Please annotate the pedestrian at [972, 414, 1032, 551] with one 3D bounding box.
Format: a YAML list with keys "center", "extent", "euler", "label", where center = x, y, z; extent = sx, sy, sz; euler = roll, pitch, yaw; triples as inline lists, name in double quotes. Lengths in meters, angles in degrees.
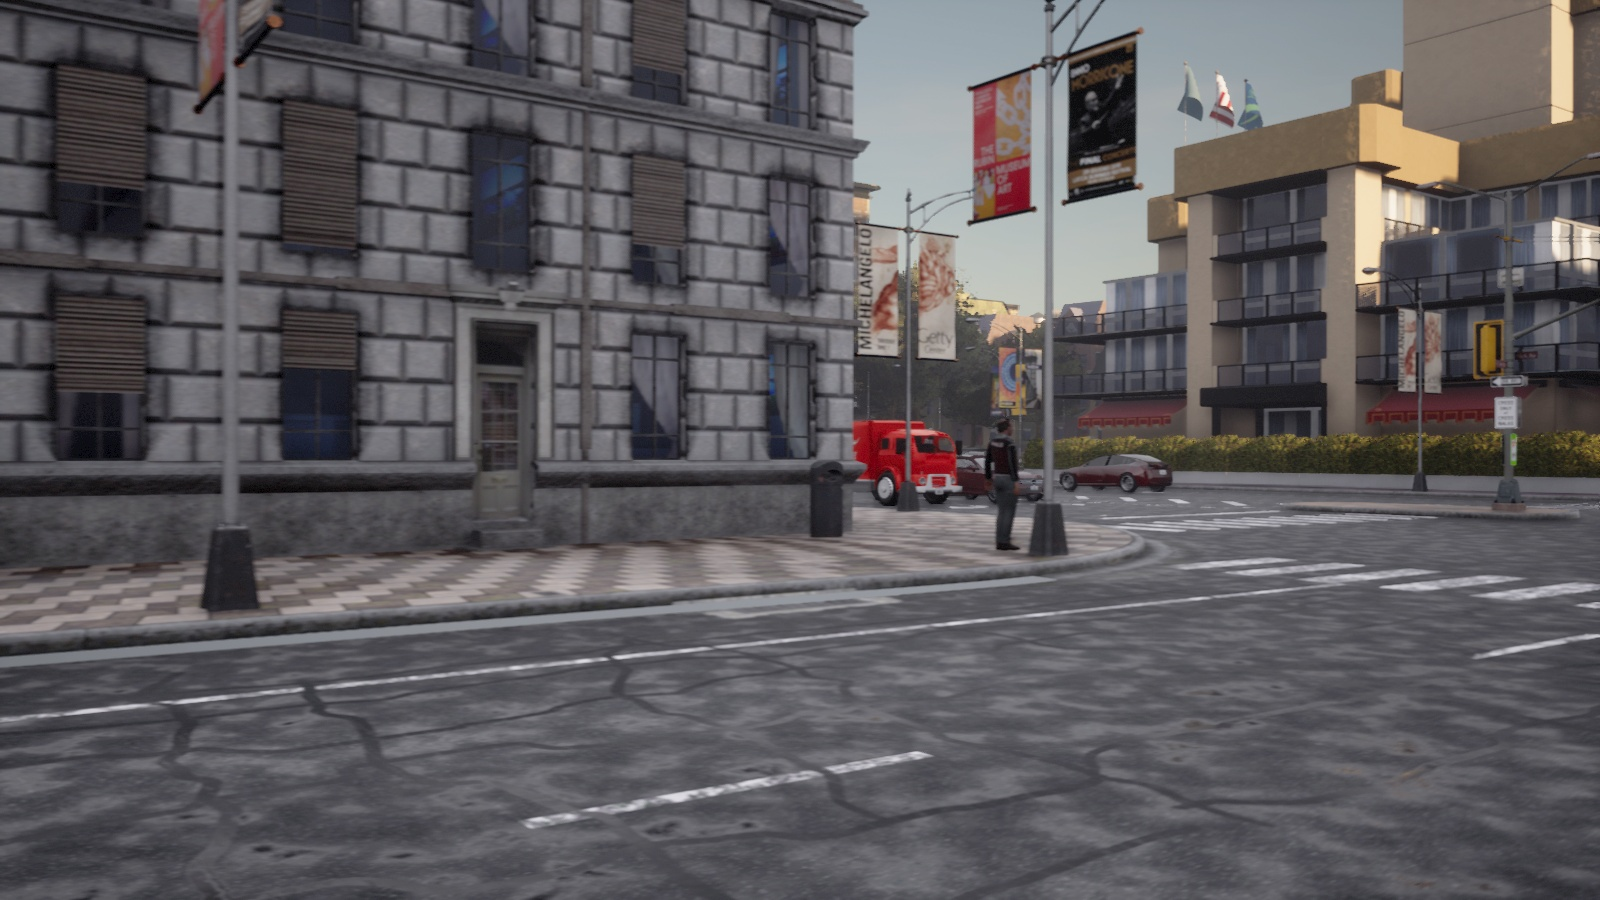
- center: [2.776, 0.438, 17.275]
  extent: [0.720, 1.854, 0.376]
  euler: [0, 0, -26]
  label: "pedestrian"

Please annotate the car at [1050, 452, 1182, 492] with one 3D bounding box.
- center: [12.445, 0.840, 49.702]
  extent: [2.163, 1.488, 4.792]
  euler: [0, 0, -35]
  label: "car"

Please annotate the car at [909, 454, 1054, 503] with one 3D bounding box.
- center: [5.621, 0.855, 39.442]
  extent: [1.812, 1.442, 4.674]
  euler: [0, 0, -35]
  label: "car"

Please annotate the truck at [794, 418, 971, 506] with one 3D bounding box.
- center: [2.406, 0.346, 37.926]
  extent: [2.627, 2.467, 5.204]
  euler: [0, 0, -35]
  label: "truck"
